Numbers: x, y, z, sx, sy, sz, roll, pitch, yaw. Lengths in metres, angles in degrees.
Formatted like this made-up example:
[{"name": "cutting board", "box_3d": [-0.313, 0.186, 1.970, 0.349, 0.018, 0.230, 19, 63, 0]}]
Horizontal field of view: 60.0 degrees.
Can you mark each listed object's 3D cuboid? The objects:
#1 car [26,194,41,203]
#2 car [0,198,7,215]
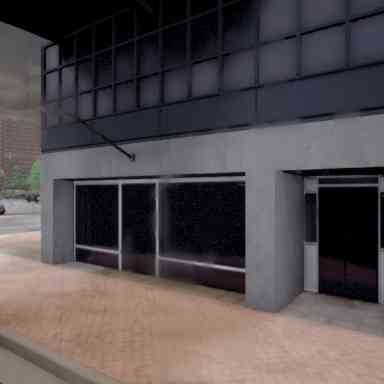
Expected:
[{"name": "car", "box_3d": [-30.218, 1.153, 64.697, 4.605, 1.855, 1.932, 0, 0, 35]}, {"name": "car", "box_3d": [-17.866, 1.491, 27.171, 2.128, 1.511, 4.902, 0, 0, 36]}]
